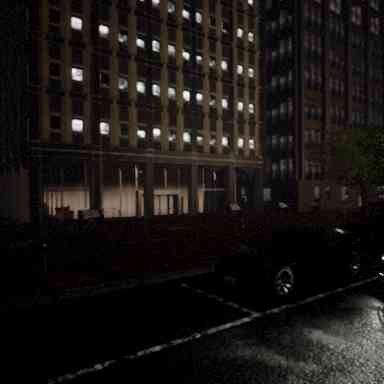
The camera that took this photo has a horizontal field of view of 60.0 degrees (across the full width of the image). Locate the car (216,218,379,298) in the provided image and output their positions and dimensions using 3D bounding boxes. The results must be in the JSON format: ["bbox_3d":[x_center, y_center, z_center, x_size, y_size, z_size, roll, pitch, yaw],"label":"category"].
[{"bbox_3d":[2.598,1.516,8.423,4.313,1.339,1.947,-1,0,-36],"label":"car"}]

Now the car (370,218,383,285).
[{"bbox_3d":[6.270,1.419,7.862,4.902,1.511,2.128,-1,1,-36],"label":"car"}]

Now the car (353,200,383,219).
[{"bbox_3d":[7.089,1.226,11.633,5.009,1.841,2.192,-1,0,-36],"label":"car"}]
